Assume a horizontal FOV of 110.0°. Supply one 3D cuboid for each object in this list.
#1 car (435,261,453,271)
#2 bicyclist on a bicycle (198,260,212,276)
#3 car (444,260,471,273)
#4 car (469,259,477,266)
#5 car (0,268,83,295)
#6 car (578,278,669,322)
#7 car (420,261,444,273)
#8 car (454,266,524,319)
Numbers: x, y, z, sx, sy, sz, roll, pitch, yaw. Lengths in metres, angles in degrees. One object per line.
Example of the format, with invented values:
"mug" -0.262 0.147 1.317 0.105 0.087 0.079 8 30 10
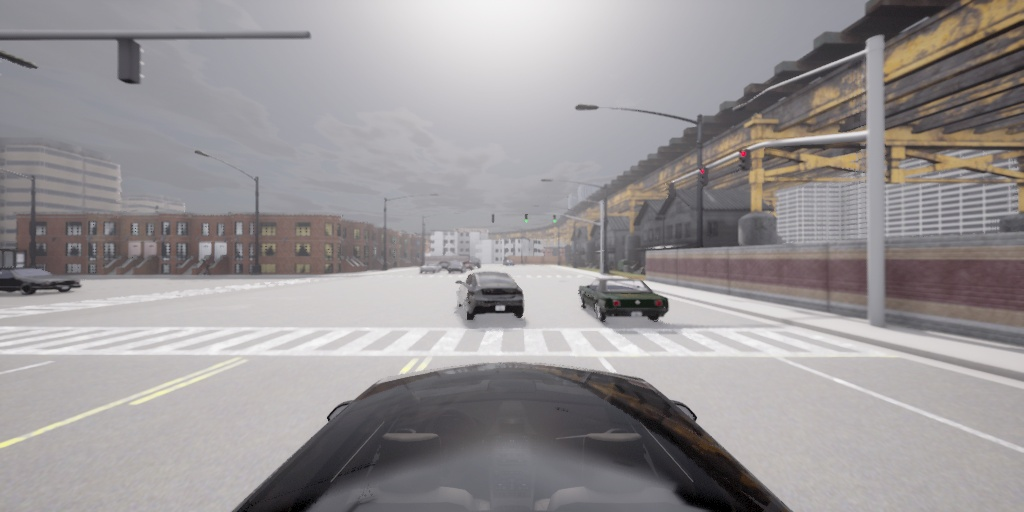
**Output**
"car" -10.543 1.515 56.011 1.837 1.490 4.892 0 0 1
"bicyclist on a bicycle" -31.174 1.216 36.424 0.582 1.620 1.656 0 0 0
"car" -7.085 1.515 47.014 2.033 1.411 5.357 0 0 0
"car" -7.043 1.539 56.601 1.812 1.442 4.674 0 0 0
"car" -27.497 1.384 19.934 5.357 1.411 2.033 0 0 0
"car" 3.597 1.403 12.547 1.895 1.301 4.718 0 0 0
"car" -10.588 1.566 46.693 1.895 1.301 4.718 0 0 1
"car" -0.916 1.312 13.158 1.837 1.490 4.892 1 0 -13
